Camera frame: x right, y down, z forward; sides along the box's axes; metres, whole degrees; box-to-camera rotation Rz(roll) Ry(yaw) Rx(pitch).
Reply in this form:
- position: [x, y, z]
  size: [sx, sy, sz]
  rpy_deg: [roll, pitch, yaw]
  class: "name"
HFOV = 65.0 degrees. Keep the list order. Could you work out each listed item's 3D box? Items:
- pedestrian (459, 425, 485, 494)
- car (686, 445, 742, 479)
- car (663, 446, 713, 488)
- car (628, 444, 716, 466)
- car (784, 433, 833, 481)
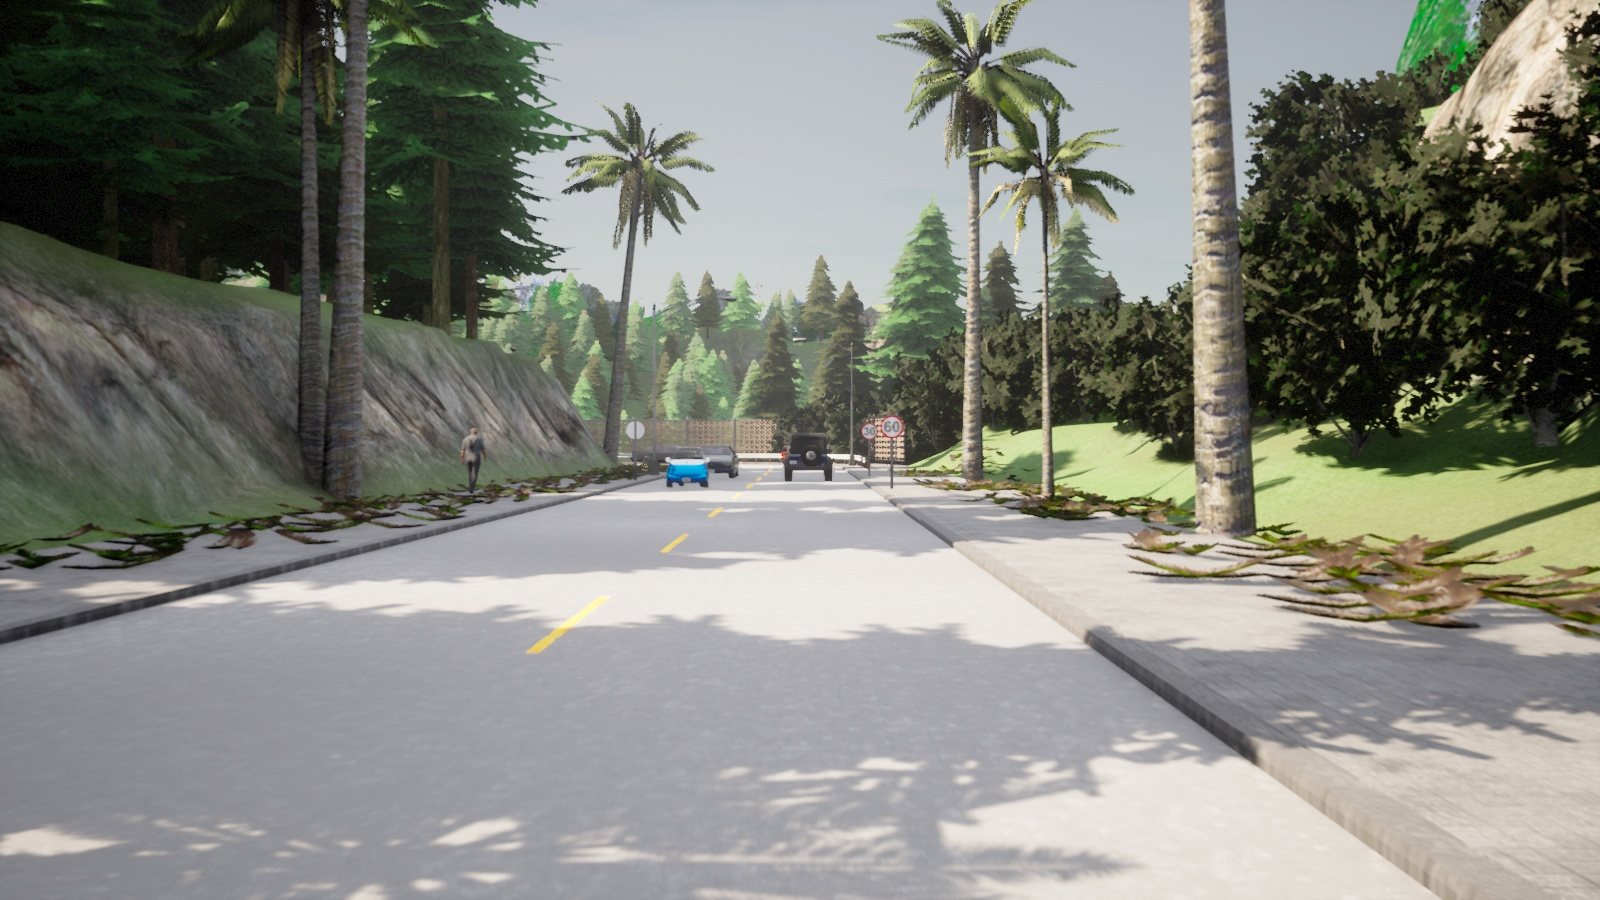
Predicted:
- position: [-8.840, 0.249, 33.844]
  size: [0.540, 1.848, 0.694]
  rpy_deg: [0, 0, -2]
  class: "pedestrian"
- position: [-3.641, 0.486, 54.199]
  size: [2.033, 1.411, 5.357]
  rpy_deg: [0, 0, 0]
  class: "car"
- position: [-3.720, 0.561, 42.011]
  size: [1.481, 1.376, 2.207]
  rpy_deg: [0, 0, 0]
  class: "car"
- position: [-8.315, 0.327, 81.958]
  size: [5.357, 1.411, 2.033]
  rpy_deg: [0, 0, 13]
  class: "car"
- position: [0.333, 0.259, 50.296]
  size: [1.905, 1.878, 3.866]
  rpy_deg: [0, 0, 0]
  class: "car"
